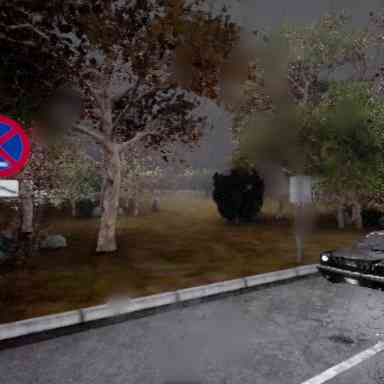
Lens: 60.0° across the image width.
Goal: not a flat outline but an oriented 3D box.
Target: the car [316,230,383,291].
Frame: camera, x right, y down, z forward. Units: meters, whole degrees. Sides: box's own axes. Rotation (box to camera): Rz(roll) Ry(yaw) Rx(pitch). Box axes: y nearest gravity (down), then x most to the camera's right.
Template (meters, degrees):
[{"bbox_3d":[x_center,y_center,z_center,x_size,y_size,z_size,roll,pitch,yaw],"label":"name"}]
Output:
[{"bbox_3d":[5.377,1.701,8.643,4.718,1.301,1.895,1,0,-34],"label":"car"}]
